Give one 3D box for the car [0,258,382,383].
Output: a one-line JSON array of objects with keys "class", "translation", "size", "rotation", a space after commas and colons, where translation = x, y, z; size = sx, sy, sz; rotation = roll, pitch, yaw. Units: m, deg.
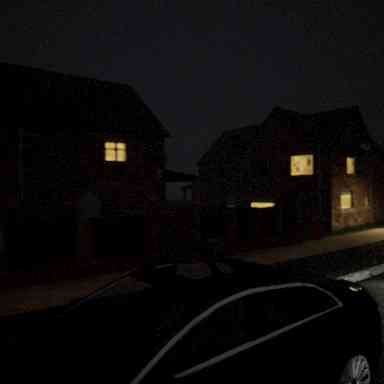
[{"class": "car", "translation": [-0.071, 1.495, 3.142], "size": [4.902, 1.511, 2.128], "rotation": [0, 0, -36]}]
